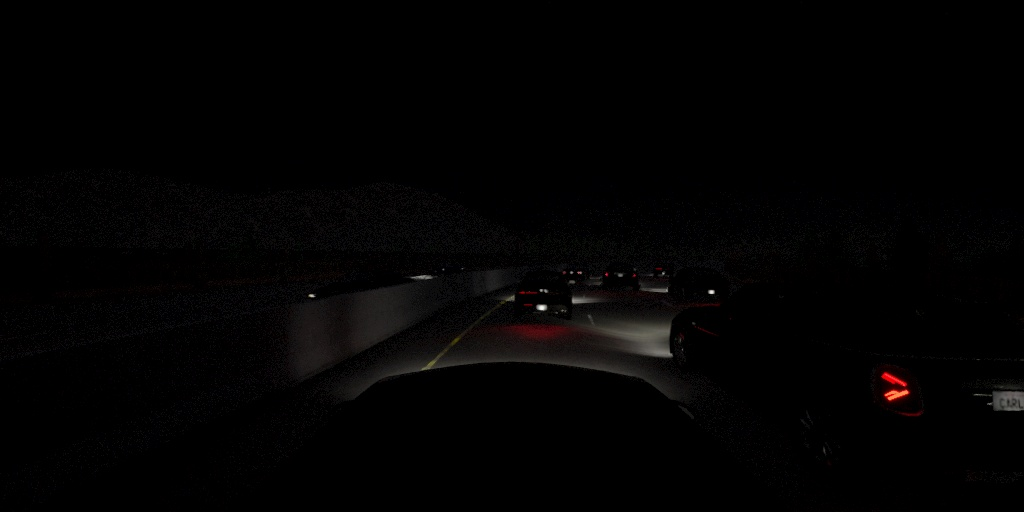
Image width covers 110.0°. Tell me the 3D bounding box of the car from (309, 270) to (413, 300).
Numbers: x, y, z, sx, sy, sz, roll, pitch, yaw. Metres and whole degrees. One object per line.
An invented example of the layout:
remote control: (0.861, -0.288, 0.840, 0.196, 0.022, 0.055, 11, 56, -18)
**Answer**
car: (-5.835, 1.294, 14.779, 2.033, 1.411, 5.357, 0, 0, 9)

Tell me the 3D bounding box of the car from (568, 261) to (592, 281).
car: (5.593, 1.380, 30.893, 2.033, 1.411, 5.357, 0, 0, 20)

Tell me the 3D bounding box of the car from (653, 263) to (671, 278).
car: (15.283, 1.393, 35.998, 1.837, 1.490, 4.892, 0, 0, 24)

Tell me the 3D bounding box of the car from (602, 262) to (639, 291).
car: (6.914, 1.176, 23.159, 2.097, 1.767, 4.553, 0, 0, 14)

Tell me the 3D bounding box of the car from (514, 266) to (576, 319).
car: (1.220, 1.282, 13.015, 1.837, 1.490, 4.892, 0, 0, 8)

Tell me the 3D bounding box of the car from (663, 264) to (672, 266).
car: (9.230, 1.331, 18.061, 1.837, 1.490, 4.892, 0, 0, 12)

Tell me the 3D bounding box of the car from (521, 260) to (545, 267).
car: (2.975, 1.350, 50.718, 2.128, 1.511, 4.902, 0, 0, 30)

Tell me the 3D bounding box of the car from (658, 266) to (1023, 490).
car: (3.914, 1.127, 4.849, 2.097, 1.767, 4.553, 0, 0, 3)

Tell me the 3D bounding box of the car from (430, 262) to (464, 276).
car: (-6.807, 1.313, 38.049, 1.812, 1.442, 4.674, 0, 0, 22)
